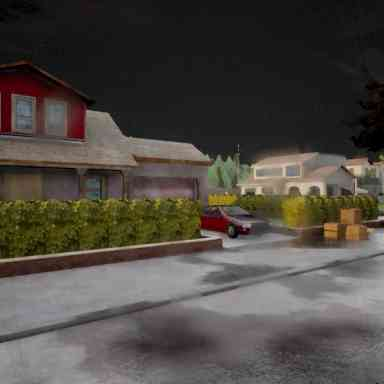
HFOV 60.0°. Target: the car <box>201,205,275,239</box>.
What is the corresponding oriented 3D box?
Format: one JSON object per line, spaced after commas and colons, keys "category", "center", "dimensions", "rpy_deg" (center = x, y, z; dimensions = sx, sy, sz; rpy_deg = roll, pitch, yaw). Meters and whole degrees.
{"category": "car", "center": [1.561, 1.356, 16.546], "dimensions": [2.033, 1.415, 5.357], "rpy_deg": [0, 0, -33]}
